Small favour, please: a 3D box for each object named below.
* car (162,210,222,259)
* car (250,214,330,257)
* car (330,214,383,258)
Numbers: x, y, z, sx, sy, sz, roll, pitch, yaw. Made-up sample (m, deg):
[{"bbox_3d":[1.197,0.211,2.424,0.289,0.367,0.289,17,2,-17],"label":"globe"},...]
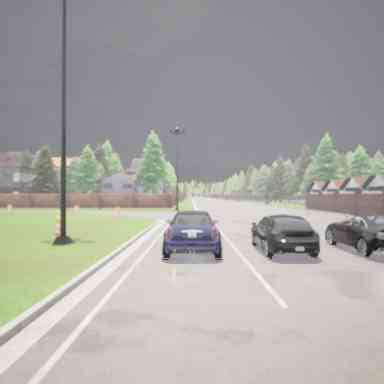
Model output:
[{"bbox_3d":[0.022,1.505,13.423,2.097,1.767,4.553,0,-1,0],"label":"car"},{"bbox_3d":[3.613,1.663,13.545,1.837,1.490,4.892,0,0,0],"label":"car"},{"bbox_3d":[7.113,1.649,13.552,2.128,1.511,4.902,0,-1,0],"label":"car"}]
